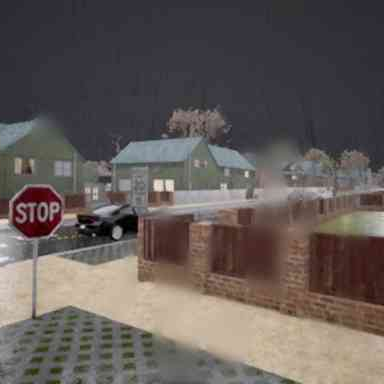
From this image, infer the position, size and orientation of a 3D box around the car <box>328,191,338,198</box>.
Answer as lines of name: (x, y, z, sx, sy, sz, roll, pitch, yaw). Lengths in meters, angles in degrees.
car: (20.128, 0.582, 48.648, 1.812, 1.442, 4.674, 2, 2, 35)

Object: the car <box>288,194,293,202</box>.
car: (14.992, 0.605, 46.154, 2.033, 1.411, 5.357, 2, 2, 35)

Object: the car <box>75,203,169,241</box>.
car: (-3.107, 1.254, 15.838, 1.882, 1.535, 5.008, 2, 2, 35)

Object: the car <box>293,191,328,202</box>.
car: (14.628, 0.779, 40.790, 2.033, 1.411, 5.357, 2, 2, 36)
